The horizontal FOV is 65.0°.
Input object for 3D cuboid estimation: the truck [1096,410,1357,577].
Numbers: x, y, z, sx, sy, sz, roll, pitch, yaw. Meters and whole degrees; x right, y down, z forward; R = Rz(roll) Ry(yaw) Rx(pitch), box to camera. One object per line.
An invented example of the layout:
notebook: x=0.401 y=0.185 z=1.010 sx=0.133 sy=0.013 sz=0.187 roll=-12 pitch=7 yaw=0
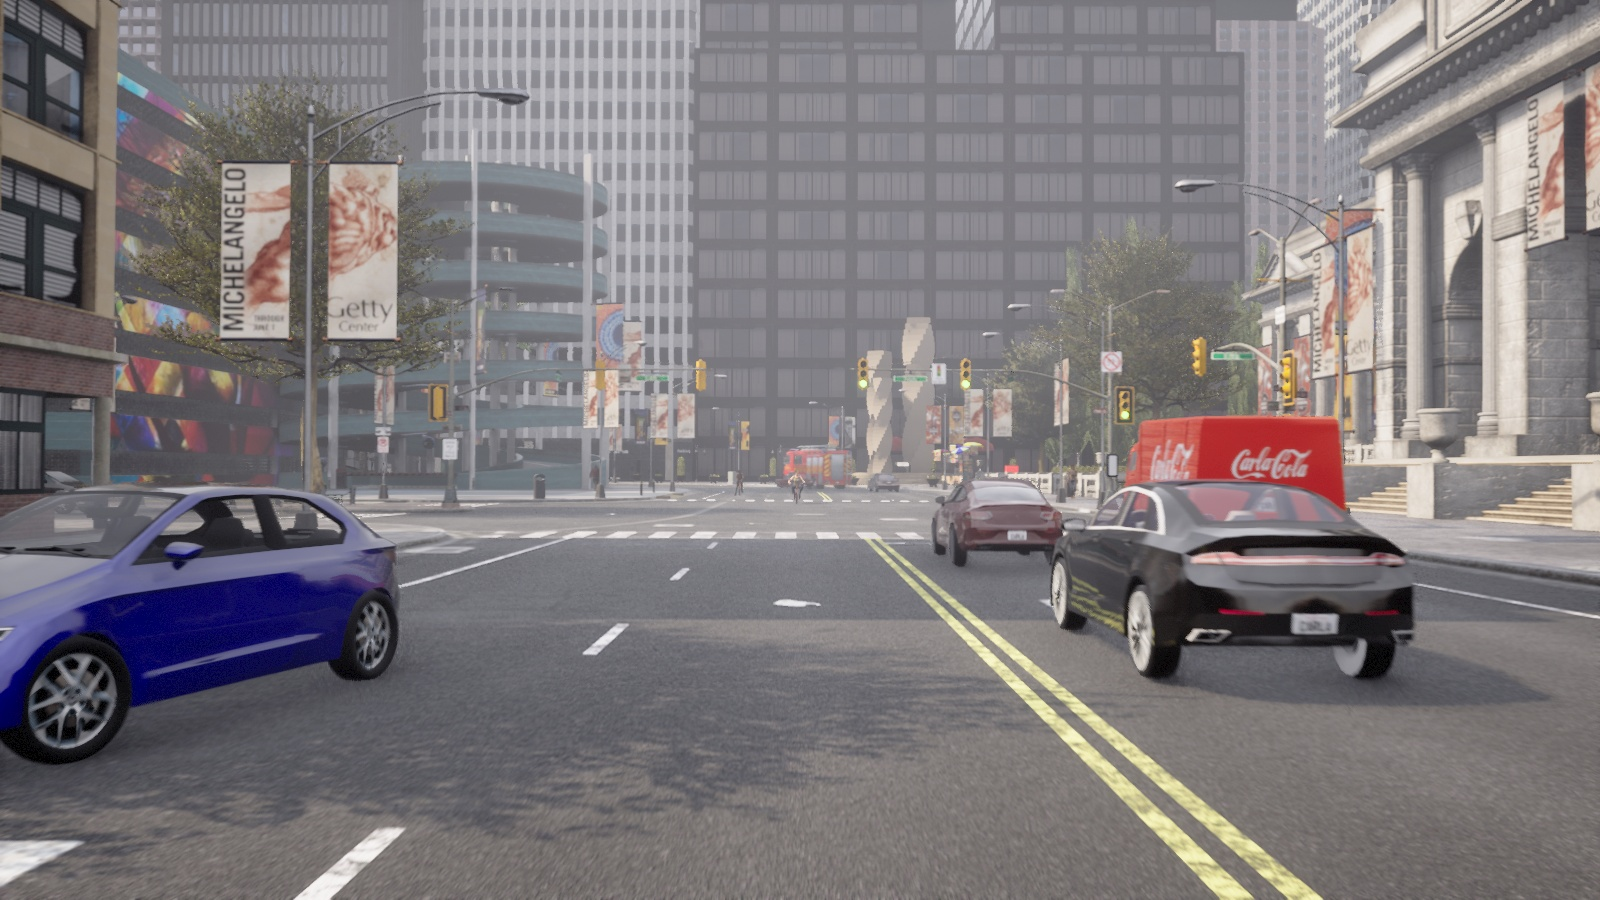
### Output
truck: x=6.947 y=0.663 z=21.268 sx=2.627 sy=2.467 sz=5.204 roll=0 pitch=0 yaw=0

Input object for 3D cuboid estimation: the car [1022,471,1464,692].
car: x=3.475 y=0.942 z=11.073 sx=2.128 sy=1.511 sz=4.902 roll=0 pitch=-1 yaw=0

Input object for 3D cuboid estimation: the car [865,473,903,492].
car: x=6.383 y=2.447 z=96.212 sx=2.033 sy=1.411 sz=5.357 roll=0 pitch=-1 yaw=-5

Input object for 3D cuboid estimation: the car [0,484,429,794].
car: x=-4.343 y=0.982 z=8.160 sx=1.816 sy=1.474 sz=4.193 roll=0 pitch=-1 yaw=14

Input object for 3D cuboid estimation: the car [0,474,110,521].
car: x=-25.941 y=1.616 z=42.943 sx=3.705 sy=1.549 sz=1.789 roll=0 pitch=-1 yaw=0

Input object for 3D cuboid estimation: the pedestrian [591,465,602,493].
pedestrian: x=-13.740 y=1.945 z=84.776 sx=0.634 sy=1.844 sz=0.899 roll=0 pitch=-1 yaw=-2

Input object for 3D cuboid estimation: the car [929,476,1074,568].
car: x=3.446 y=1.201 z=22.354 sx=1.812 sy=1.442 sz=4.674 roll=0 pitch=-1 yaw=0

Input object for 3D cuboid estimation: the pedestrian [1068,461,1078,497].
pedestrian: x=14.042 y=1.498 z=64.659 sx=0.328 sy=1.805 sz=0.869 roll=0 pitch=-1 yaw=0
